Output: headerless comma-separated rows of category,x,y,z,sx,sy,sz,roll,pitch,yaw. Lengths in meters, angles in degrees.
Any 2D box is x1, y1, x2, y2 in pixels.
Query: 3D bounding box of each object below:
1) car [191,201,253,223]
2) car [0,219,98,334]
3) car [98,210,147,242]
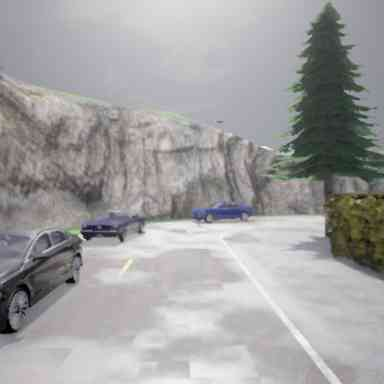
car,2.309,1.441,25.371,5.008,1.535,1.882,-1,0,-25
car,-3.716,1.508,6.828,2.128,1.511,4.902,0,0,-1
car,-3.771,1.609,16.818,1.895,1.301,4.718,0,0,8
